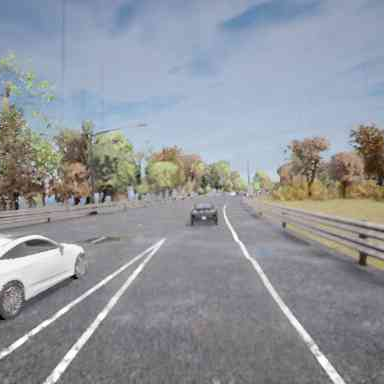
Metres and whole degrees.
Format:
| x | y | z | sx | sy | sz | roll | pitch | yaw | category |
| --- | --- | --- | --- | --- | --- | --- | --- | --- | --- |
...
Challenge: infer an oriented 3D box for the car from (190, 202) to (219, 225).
| x | y | z | sx | sy | sz | roll | pitch | yaw | category |
| --- | --- | --- | --- | --- | --- | --- | --- | --- | --- |
| 0.915 | 1.469 | 23.991 | 2.128 | 1.511 | 4.902 | -2 | 0 | 3 | car |

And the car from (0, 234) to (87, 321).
| x | y | z | sx | sy | sz | roll | pitch | yaw | category |
| --- | --- | --- | --- | --- | --- | --- | --- | --- | --- |
| -4.084 | 1.681 | 7.558 | 1.812 | 1.442 | 4.674 | -2 | 0 | 7 | car |
